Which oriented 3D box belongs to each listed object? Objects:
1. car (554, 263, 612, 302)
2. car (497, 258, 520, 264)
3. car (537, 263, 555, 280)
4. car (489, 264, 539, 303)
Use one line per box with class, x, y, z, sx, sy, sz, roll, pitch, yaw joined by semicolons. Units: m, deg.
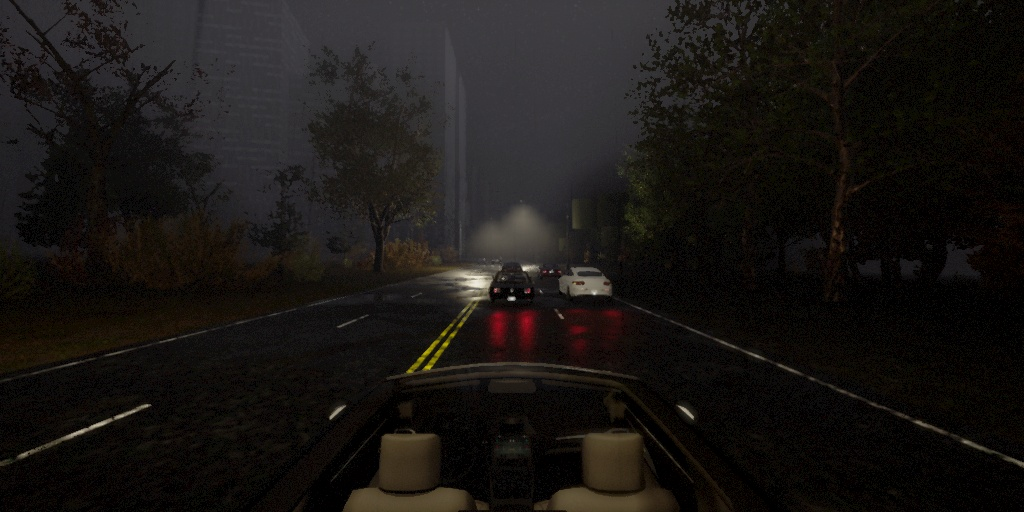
car;3.268;1.234;16.495;1.812;1.442;4.674;1;0;0
car;-0.019;1.221;31.494;1.882;1.535;5.008;-2;1;0
car;3.254;1.290;31.499;2.033;1.411;5.357;0;1;0
car;0.008;1.305;16.513;1.895;1.301;4.718;1;3;0
